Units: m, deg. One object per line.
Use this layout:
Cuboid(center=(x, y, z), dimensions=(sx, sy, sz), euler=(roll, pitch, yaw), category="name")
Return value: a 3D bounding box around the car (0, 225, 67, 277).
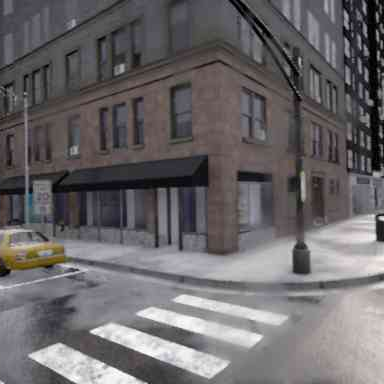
Cuboid(center=(-6.107, 1.809, 11.153), dimensions=(4.829, 1.417, 1.752), euler=(-2, -1, 38), category="car")
